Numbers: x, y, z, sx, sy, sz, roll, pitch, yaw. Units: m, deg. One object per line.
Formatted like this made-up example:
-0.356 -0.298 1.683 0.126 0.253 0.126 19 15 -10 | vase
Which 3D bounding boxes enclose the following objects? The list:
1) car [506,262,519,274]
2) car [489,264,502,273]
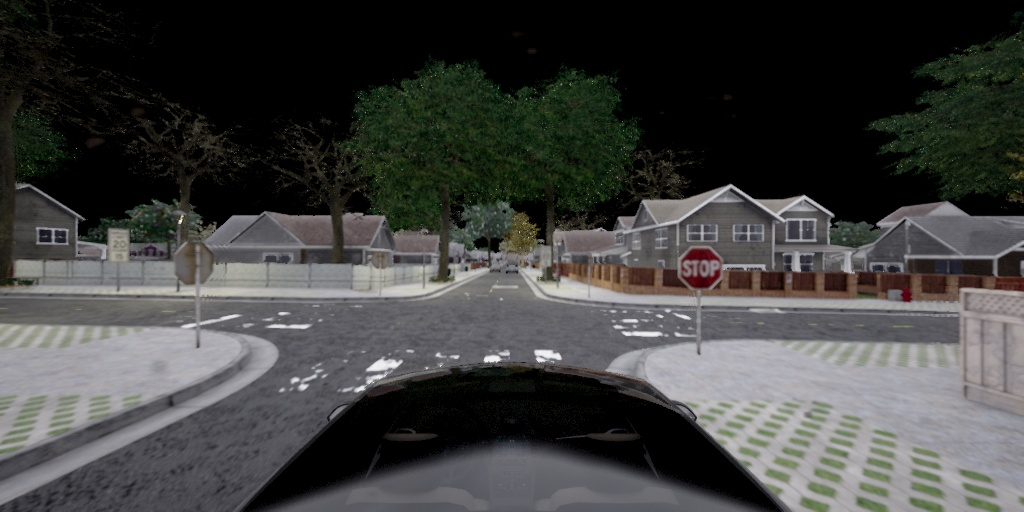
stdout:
0.001 2.085 55.982 1.994 1.385 4.181 0 -1 0 | car
-2.749 2.097 60.580 1.837 1.490 4.892 0 -1 0 | car
